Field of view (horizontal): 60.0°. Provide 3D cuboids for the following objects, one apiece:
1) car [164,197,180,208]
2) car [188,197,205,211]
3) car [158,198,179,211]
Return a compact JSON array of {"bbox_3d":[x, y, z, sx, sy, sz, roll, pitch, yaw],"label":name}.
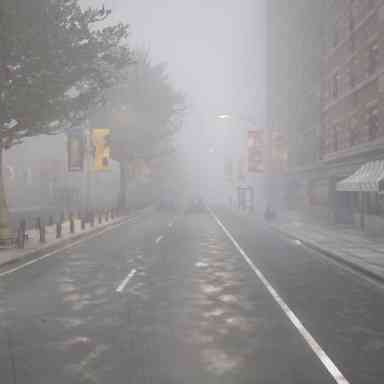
[{"bbox_3d":[-2.953,1.547,49.672,2.033,1.411,5.357,0,0,1],"label":"car"},{"bbox_3d":[0.532,1.601,39.787,1.895,1.301,4.718,0,0,1],"label":"car"},{"bbox_3d":[-2.977,1.478,39.862,1.882,1.535,5.008,0,0,1],"label":"car"}]
